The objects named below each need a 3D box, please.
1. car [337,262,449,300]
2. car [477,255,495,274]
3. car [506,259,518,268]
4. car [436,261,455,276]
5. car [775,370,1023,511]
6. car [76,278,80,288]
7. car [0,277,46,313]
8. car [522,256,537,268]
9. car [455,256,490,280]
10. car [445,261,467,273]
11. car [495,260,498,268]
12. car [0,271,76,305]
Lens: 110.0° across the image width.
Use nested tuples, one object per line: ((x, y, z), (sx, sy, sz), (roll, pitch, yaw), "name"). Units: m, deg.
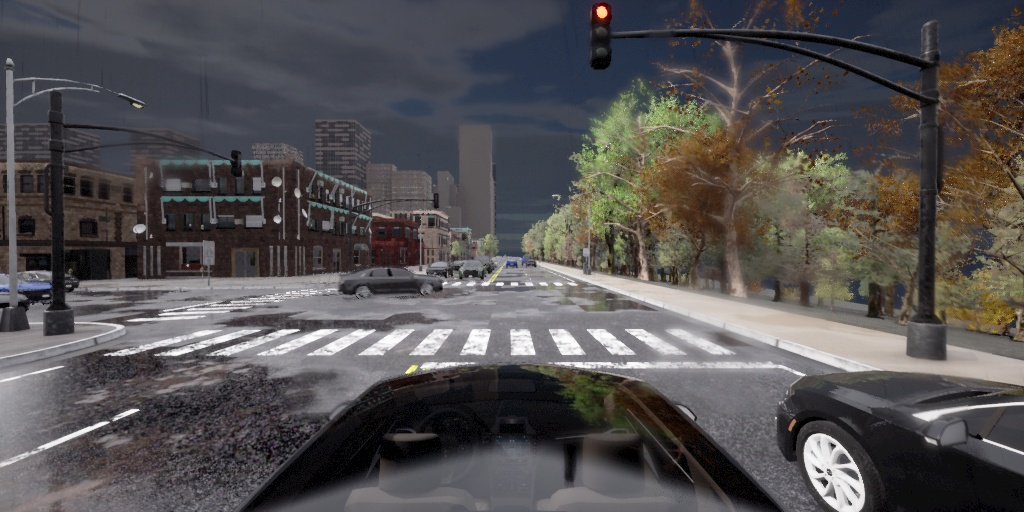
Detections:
((-5.893, 1.247, 17.635), (4.892, 1.490, 1.837), (0, 1, -26), "car")
((-3.425, 0.958, 41.292), (2.150, 2.045, 5.566), (0, 0, 0), "car")
((-0.026, 1.205, 61.429), (1.882, 1.535, 5.008), (0, 0, 0), "car")
((-6.656, 1.218, 33.540), (1.882, 1.535, 5.008), (0, 0, 0), "car")
((3.365, 1.255, 1.275), (1.837, 1.490, 4.892), (0, 0, -2), "car")
((-28.321, 1.560, 21.151), (4.403, 1.370, 2.007), (0, 0, 0), "car")
((-19.970, 1.565, 12.656), (4.313, 1.339, 1.948), (0, 0, 0), "car")
((3.222, 1.231, 62.306), (1.837, 1.490, 4.892), (0, 0, 0), "car")
((-3.406, 1.093, 31.712), (2.097, 1.767, 4.553), (0, 0, 0), "car")
((-6.672, 1.336, 43.502), (1.895, 1.301, 4.718), (0, 0, 0), "car")
((-3.445, 1.296, 50.798), (1.994, 1.385, 4.181), (0, 0, 0), "car")
((-22.484, 1.478, 15.360), (5.008, 1.535, 1.882), (-1, 1, 0), "car")
